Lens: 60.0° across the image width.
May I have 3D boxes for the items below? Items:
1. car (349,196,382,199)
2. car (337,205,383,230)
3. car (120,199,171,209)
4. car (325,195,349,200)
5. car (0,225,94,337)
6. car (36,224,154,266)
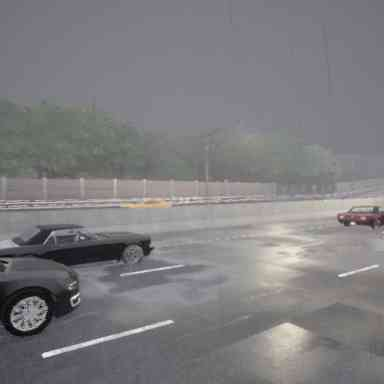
[{"bbox_3d":[21.975,1.161,40.834,5.357,1.411,2.033,-1,0,-35],"label":"car"},{"bbox_3d":[10.906,1.458,20.074,4.718,1.301,1.895,-1,0,-35],"label":"car"},{"bbox_3d":[-4.292,1.401,31.000,5.008,1.535,1.882,0,0,-35],"label":"car"},{"bbox_3d":[19.198,1.099,43.171,5.008,1.535,1.882,0,0,-35],"label":"car"},{"bbox_3d":[-4.239,1.504,5.019,4.892,1.490,1.837,0,0,-36],"label":"car"},{"bbox_3d":[-3.528,1.596,9.826,4.718,1.301,1.895,0,0,-35],"label":"car"}]
